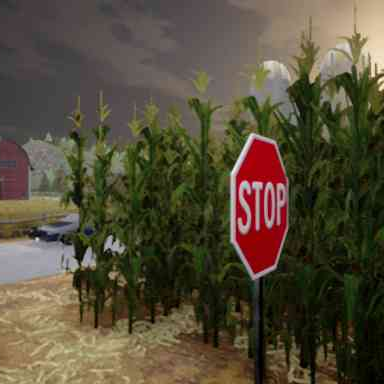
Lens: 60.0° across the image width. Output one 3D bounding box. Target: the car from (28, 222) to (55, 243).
[{"bbox_3d":[-5.320,1.735,16.921,2.033,1.411,5.357,0,0,35],"label":"car"}]
